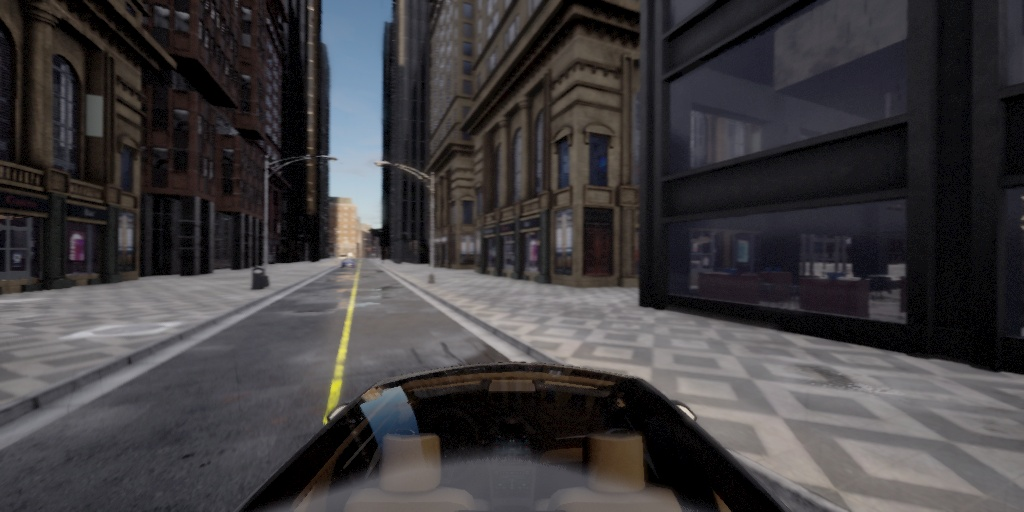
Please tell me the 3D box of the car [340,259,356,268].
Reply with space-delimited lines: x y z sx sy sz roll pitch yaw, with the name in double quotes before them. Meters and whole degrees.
"car" -24.773 1.107 54.322 1.812 1.442 4.674 0 0 -23
